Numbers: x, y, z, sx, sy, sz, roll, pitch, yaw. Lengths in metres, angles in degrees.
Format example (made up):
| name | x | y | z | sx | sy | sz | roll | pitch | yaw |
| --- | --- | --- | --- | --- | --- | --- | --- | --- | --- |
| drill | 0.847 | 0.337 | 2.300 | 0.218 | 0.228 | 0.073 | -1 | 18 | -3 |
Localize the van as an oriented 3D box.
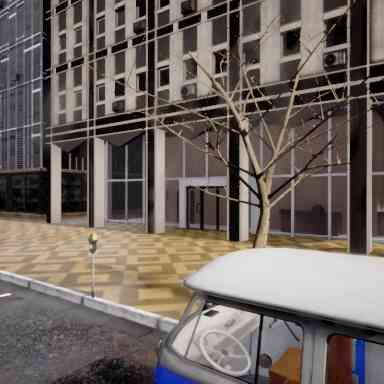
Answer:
| name | x | y | z | sx | sy | sz | roll | pitch | yaw |
| --- | --- | --- | --- | --- | --- | --- | --- | --- | --- |
| van | 1.559 | 1.341 | 1.758 | 3.998 | 1.788 | 1.690 | 0 | 0 | 36 |
